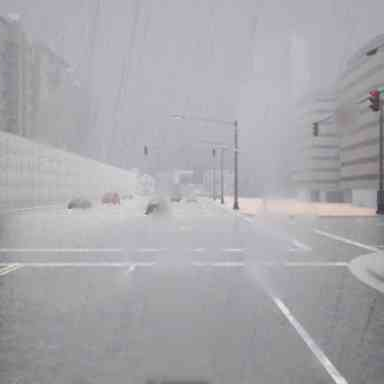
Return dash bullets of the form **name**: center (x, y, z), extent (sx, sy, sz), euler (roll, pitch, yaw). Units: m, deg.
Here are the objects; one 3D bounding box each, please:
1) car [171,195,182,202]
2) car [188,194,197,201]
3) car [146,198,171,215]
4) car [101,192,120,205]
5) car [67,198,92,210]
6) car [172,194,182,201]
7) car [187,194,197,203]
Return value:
- **car**: center (-3.491, 1.448, 68.243), extent (1.895, 1.301, 4.718), euler (0, 0, 0)
- **car**: center (0.010, 1.256, 78.214), extent (2.033, 1.411, 5.357), euler (0, 0, 0)
- **car**: center (-3.409, 1.453, 33.070), extent (1.812, 1.442, 4.674), euler (0, 0, 0)
- **car**: center (-14.034, 1.095, 57.744), extent (2.150, 2.045, 5.566), euler (0, 0, 1)
- **car**: center (-14.081, 1.472, 41.822), extent (1.994, 1.385, 4.181), euler (0, 0, 0)
- **car**: center (-3.490, 1.269, 78.214), extent (1.994, 1.385, 4.181), euler (0, 0, 0)
- **car**: center (0.009, 1.327, 67.796), extent (1.882, 1.535, 5.008), euler (0, 0, 0)
